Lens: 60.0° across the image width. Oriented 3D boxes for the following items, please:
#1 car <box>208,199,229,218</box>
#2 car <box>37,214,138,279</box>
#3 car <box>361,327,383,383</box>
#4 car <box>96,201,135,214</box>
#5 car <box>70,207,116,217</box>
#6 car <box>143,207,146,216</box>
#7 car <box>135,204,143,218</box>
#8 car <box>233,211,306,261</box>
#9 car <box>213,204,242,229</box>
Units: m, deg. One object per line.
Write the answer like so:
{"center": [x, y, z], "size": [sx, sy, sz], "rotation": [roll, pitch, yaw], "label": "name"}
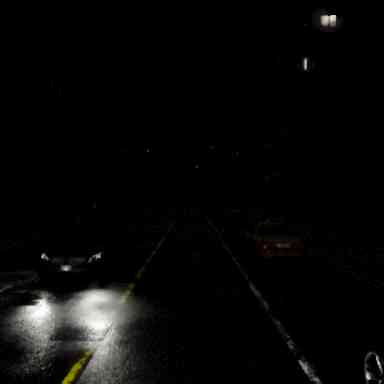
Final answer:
{"center": [2.837, 1.687, 34.742], "size": [2.192, 1.841, 5.009], "rotation": [1, -1, 0], "label": "car"}
{"center": [-3.102, 1.639, 10.538], "size": [1.812, 1.442, 4.674], "rotation": [0, -1, 0], "label": "car"}
{"center": [2.771, 1.588, 1.974], "size": [1.947, 1.339, 4.313], "rotation": [1, -1, 0], "label": "car"}
{"center": [-5.809, 1.568, 23.639], "size": [2.192, 1.841, 5.009], "rotation": [1, -1, 0], "label": "car"}
{"center": [-5.812, 1.745, 18.069], "size": [2.008, 1.369, 4.403], "rotation": [1, -1, 0], "label": "car"}
{"center": [-5.814, 1.955, 34.772], "size": [1.802, 1.307, 4.206], "rotation": [1, -1, 0], "label": "car"}
{"center": [-5.813, 1.879, 29.205], "size": [1.947, 1.339, 4.313], "rotation": [1, -1, 0], "label": "car"}
{"center": [2.836, 1.661, 12.639], "size": [1.752, 1.417, 4.829], "rotation": [1, -1, 0], "label": "car"}
{"center": [2.835, 1.803, 23.605], "size": [2.008, 1.369, 4.403], "rotation": [1, -1, 0], "label": "car"}
